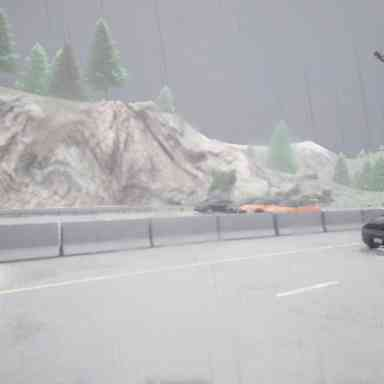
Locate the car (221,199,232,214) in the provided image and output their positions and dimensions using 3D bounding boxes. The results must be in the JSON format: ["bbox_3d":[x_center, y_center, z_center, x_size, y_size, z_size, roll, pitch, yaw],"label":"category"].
[{"bbox_3d":[5.429,1.322,31.420,4.553,1.767,2.097,0,0,-27],"label":"car"}]

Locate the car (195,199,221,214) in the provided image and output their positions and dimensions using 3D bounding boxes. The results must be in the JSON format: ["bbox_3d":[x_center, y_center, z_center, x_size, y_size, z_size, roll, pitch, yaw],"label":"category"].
[{"bbox_3d":[2.614,1.463,33.910,4.892,1.490,1.837,0,0,-27],"label":"car"}]

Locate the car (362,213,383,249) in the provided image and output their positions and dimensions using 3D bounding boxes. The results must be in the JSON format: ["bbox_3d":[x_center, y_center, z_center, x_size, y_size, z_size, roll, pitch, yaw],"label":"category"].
[{"bbox_3d":[8.799,1.515,13.180,4.892,1.490,1.837,0,0,-30],"label":"car"}]

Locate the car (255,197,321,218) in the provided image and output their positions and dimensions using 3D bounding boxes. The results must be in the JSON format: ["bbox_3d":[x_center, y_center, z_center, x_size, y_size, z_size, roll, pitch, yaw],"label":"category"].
[{"bbox_3d":[7.313,1.339,24.516,4.553,1.767,2.097,0,0,-27],"label":"car"}]

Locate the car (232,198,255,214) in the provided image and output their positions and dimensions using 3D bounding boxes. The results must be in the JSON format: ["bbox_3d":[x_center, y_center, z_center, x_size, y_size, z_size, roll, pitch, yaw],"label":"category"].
[{"bbox_3d":[6.021,1.330,27.794,4.553,1.767,2.097,0,0,-27],"label":"car"}]
